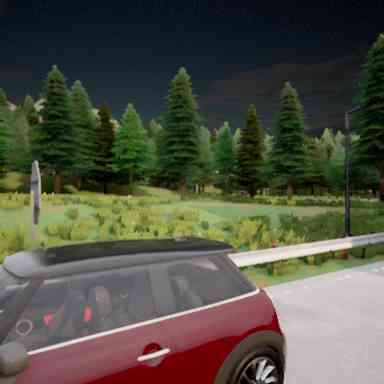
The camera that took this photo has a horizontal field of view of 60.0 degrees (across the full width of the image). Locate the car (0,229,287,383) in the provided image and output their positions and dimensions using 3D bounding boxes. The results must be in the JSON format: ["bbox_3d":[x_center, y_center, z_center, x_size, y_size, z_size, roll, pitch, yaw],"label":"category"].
[{"bbox_3d":[-1.285,1.337,3.146,4.553,1.767,2.097,-1,1,-32],"label":"car"}]
